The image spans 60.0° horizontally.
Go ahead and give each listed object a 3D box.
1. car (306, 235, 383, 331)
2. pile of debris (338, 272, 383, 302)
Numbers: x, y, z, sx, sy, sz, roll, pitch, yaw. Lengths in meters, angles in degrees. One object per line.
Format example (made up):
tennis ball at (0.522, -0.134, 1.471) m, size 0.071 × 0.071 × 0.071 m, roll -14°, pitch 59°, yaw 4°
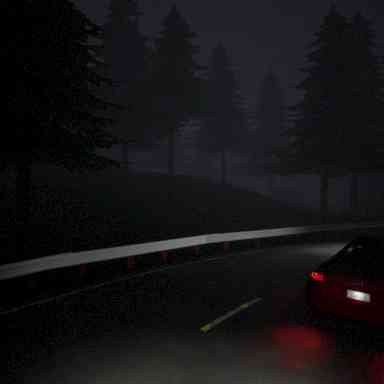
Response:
car at (3.953, 1.567, 6.587) m, size 1.994 × 1.385 × 4.181 m, roll 1°, pitch 1°, yaw 44°
pile of debris at (4.519, 2.185, 7.597) m, size 1.860 × 0.140 × 1.500 m, roll 0°, pitch 0°, yaw -40°
